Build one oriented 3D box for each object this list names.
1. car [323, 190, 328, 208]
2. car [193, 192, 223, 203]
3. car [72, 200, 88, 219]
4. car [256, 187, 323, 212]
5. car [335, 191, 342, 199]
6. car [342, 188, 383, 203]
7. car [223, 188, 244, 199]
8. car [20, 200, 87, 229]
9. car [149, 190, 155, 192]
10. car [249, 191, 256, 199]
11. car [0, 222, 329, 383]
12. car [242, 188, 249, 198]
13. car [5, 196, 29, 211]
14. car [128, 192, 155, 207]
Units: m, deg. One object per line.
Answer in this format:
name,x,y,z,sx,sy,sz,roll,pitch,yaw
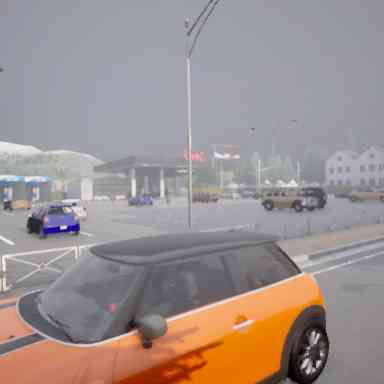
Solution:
car,9.997,0.556,29.533,1.905,1.878,3.866,-2,1,-38
car,1.684,0.764,45.977,2.007,1.523,4.514,-2,1,-38
car,-9.006,1.321,23.871,1.970,1.475,3.806,-2,1,-38
car,7.952,0.642,27.430,1.932,1.855,4.605,-2,1,-38
car,23.583,0.272,49.357,2.007,1.523,4.514,-2,1,-38
car,20.117,0.335,37.358,2.152,1.636,5.027,-2,1,-38
car,6.756,0.567,59.718,1.970,1.475,3.806,-2,1,-38
car,-6.824,1.352,16.177,1.845,1.501,3.633,-2,1,-38
car,-10.601,0.722,88.503,4.611,1.667,2.242,-2,1,-38
car,11.967,0.271,53.030,1.932,1.855,4.605,-2,1,-38
car,-0.554,1.326,3.586,4.553,1.767,2.097,-2,1,-38
car,9.753,0.204,61.264,1.905,1.878,3.866,-2,1,-38
car,-20.307,1.334,38.728,2.152,1.636,5.027,-2,1,-38
car,-6.245,1.019,39.900,1.845,1.501,3.633,-2,1,-38
